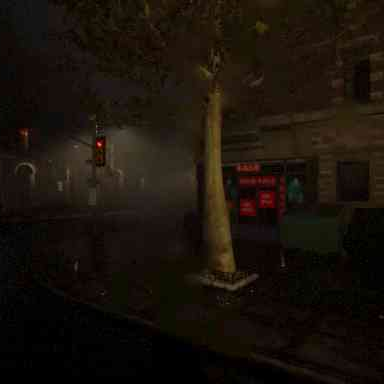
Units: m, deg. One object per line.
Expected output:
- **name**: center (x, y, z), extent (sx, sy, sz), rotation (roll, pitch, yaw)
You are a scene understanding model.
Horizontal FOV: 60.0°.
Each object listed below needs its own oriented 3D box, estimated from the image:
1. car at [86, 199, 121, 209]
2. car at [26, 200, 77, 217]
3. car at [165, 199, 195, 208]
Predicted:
- **car**: center (-11.959, 1.595, 45.174), extent (1.895, 1.301, 4.718), rotation (0, 0, 36)
- **car**: center (-13.377, 1.526, 31.954), extent (1.812, 1.442, 4.674), rotation (0, 0, 36)
- **car**: center (-1.699, 1.600, 47.914), extent (1.895, 1.301, 4.718), rotation (0, 0, 36)
